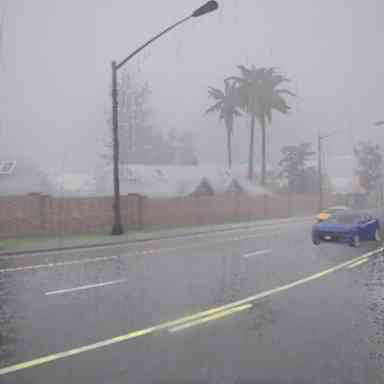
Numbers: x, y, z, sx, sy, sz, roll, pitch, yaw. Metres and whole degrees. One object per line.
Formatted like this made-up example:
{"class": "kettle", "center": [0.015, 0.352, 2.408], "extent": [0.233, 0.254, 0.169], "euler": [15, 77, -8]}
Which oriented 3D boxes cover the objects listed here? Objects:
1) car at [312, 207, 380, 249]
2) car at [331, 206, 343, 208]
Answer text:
{"class": "car", "center": [7.552, 1.712, 16.141], "extent": [1.882, 1.535, 5.008], "euler": [-1, -1, 44]}
{"class": "car", "center": [10.946, 1.843, 24.794], "extent": [1.882, 1.535, 5.008], "euler": [-2, -1, 44]}
